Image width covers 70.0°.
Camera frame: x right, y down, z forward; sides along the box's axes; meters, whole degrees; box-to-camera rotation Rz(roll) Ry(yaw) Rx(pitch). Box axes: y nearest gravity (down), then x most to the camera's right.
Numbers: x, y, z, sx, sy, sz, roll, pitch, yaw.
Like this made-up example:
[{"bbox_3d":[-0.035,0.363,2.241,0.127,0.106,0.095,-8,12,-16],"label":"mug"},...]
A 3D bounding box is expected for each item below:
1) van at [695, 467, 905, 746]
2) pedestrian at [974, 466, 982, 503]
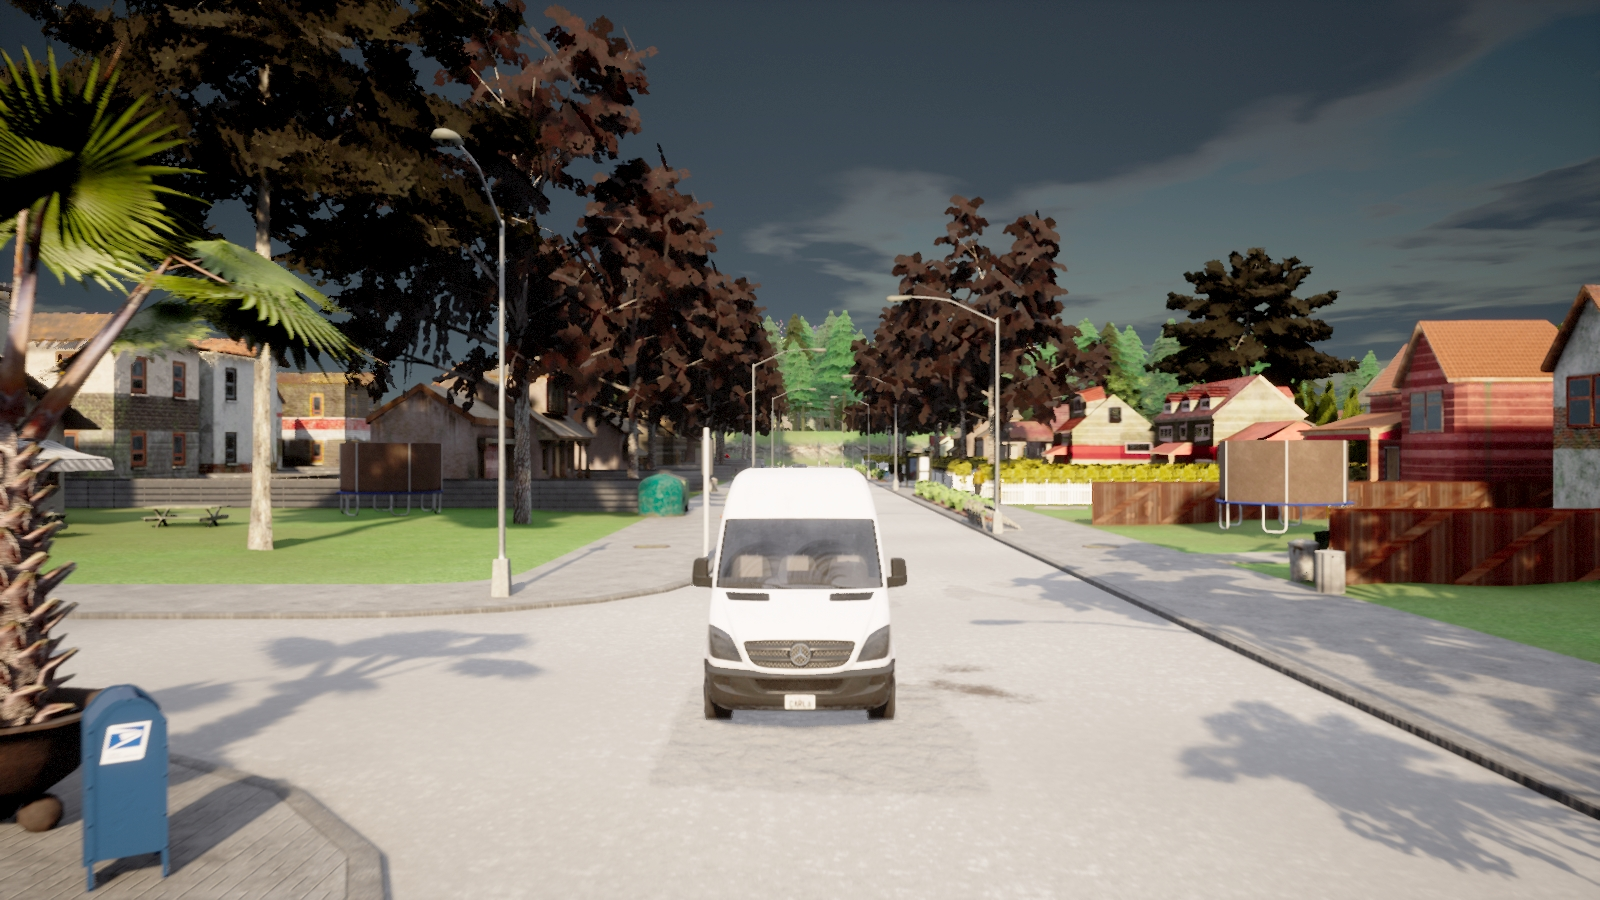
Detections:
[{"bbox_3d":[0.005,1.528,13.821,1.988,2.561,5.915,0,0,0],"label":"van"},{"bbox_3d":[8.993,1.720,57.696,0.375,1.860,0.375,0,0,5],"label":"pedestrian"}]
